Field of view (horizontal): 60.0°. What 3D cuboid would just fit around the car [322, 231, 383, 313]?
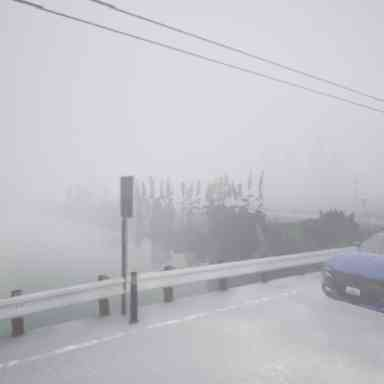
[{"bbox_3d":[4.946,1.573,7.397,5.008,1.535,1.882,2,-1,-35],"label":"car"}]
